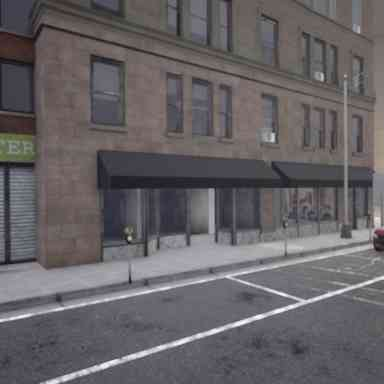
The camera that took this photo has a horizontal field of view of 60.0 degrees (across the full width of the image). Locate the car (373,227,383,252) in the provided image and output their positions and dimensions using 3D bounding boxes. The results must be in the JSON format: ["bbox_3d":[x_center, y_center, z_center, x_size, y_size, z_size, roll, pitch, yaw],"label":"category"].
[{"bbox_3d":[8.682,1.536,12.786,4.507,1.381,1.887,0,-1,-36],"label":"car"}]
